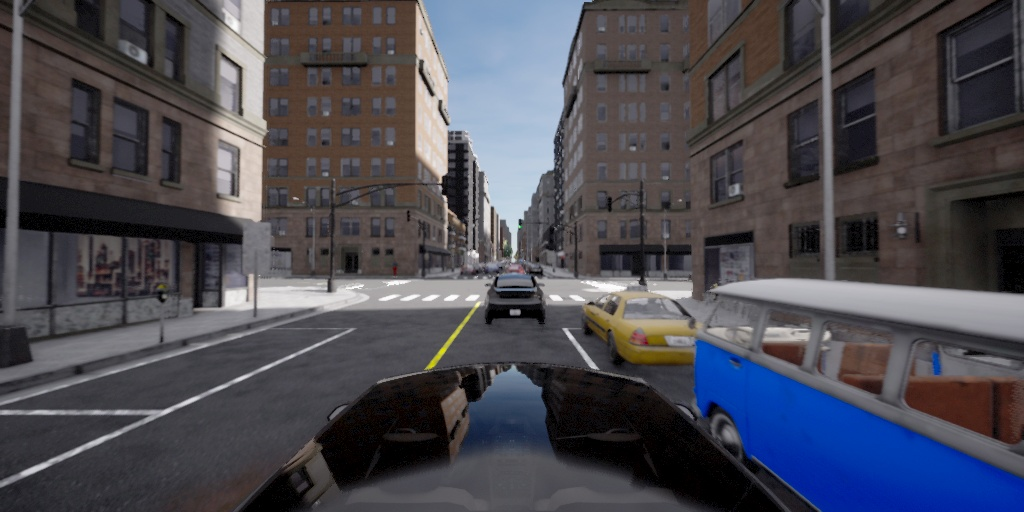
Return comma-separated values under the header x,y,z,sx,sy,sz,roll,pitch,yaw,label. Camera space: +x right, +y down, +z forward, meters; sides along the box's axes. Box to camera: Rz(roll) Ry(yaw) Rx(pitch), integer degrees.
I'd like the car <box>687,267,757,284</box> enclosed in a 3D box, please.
x,y,z,sx,sy,sz,roll,pitch,yaw,label
19.508,1.790,33.496,5.357,1.411,2.033,0,-1,0,car

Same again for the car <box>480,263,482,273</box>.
x,y,z,sx,sy,sz,roll,pitch,yaw,label
-5.471,1.786,51.132,1.948,1.339,4.313,0,0,1,car

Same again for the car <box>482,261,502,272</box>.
x,y,z,sx,sy,sz,roll,pitch,yaw,label
-2.718,1.729,49.356,1.812,1.442,4.674,0,-1,1,car

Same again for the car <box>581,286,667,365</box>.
x,y,z,sx,sy,sz,roll,pitch,yaw,label
2.669,1.334,8.006,1.751,1.417,4.829,0,0,0,car

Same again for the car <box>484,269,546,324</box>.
x,y,z,sx,sy,sz,roll,pitch,yaw,label
0.103,1.358,12.476,1.837,1.490,4.892,0,-1,0,car

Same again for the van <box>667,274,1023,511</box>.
x,y,z,sx,sy,sz,roll,pitch,yaw,label
2.669,1.095,2.163,1.690,1.789,3.998,0,0,0,van

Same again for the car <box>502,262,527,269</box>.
x,y,z,sx,sy,sz,roll,pitch,yaw,label
0.275,1.592,34.788,1.812,1.442,4.674,0,-1,1,car

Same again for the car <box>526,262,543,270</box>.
x,y,z,sx,sy,sz,roll,pitch,yaw,label
2.984,1.732,45.498,1.948,1.339,4.313,0,0,1,car

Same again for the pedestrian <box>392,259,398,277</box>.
x,y,z,sx,sy,sz,roll,pitch,yaw,label
-12.358,1.245,37.881,0.375,1.860,0.375,0,-2,0,pedestrian

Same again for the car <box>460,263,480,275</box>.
x,y,z,sx,sy,sz,roll,pitch,yaw,label
-5.542,1.750,45.603,1.802,1.307,4.207,0,0,1,car

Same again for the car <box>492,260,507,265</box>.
x,y,z,sx,sy,sz,roll,pitch,yaw,label
-2.466,1.897,65.029,2.033,1.411,5.357,0,-1,1,car
